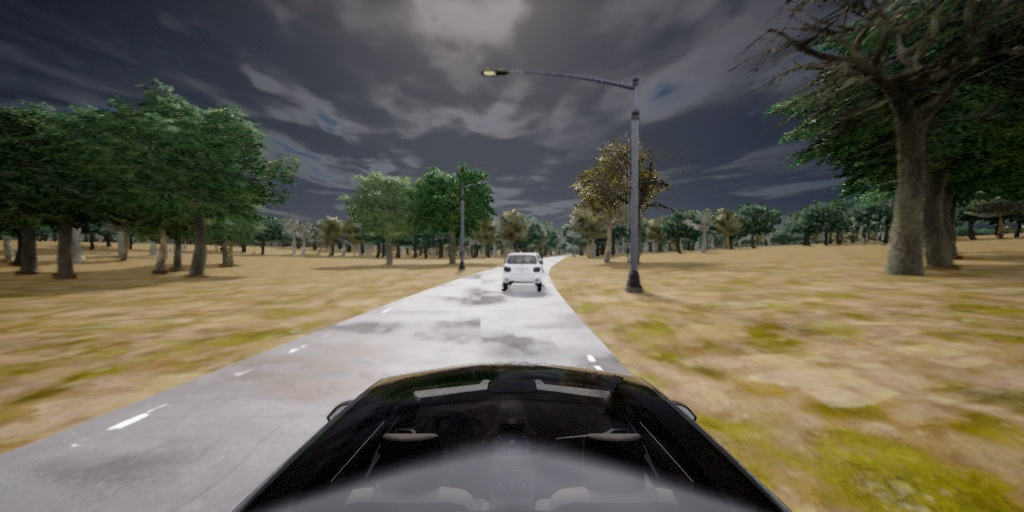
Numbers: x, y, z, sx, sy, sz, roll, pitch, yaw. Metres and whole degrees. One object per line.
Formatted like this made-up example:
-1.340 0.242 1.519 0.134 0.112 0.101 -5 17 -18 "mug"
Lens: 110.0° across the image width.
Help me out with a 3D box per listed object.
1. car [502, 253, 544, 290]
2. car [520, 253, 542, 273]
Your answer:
0.657 0.829 21.085 2.150 2.045 5.566 0 1 3 "car"
2.217 0.650 39.919 2.150 2.045 5.566 0 1 6 "car"
